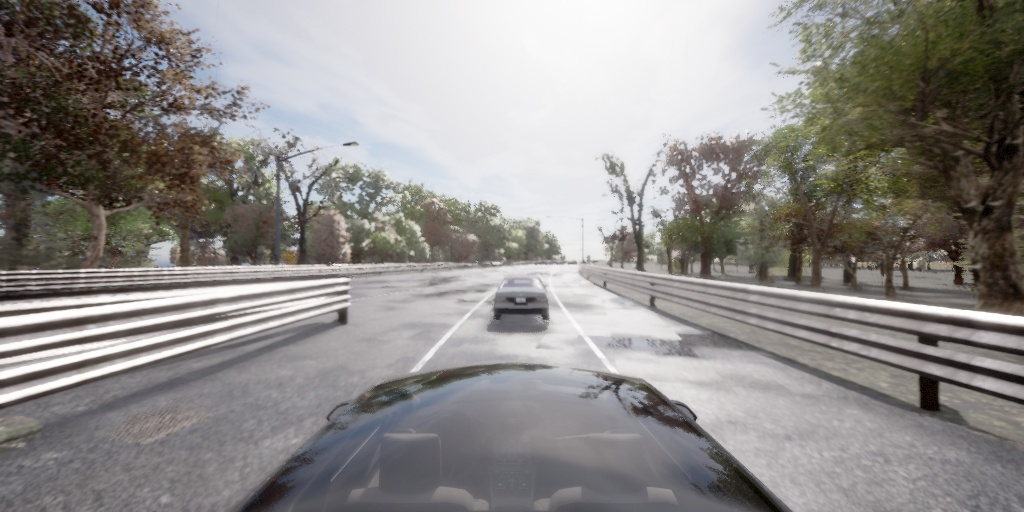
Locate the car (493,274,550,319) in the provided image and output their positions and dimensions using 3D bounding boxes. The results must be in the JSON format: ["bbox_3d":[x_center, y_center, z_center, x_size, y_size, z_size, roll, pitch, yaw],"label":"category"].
[{"bbox_3d":[0.368,1.366,13.087,2.033,1.411,5.357,0,0,2],"label":"car"}]
